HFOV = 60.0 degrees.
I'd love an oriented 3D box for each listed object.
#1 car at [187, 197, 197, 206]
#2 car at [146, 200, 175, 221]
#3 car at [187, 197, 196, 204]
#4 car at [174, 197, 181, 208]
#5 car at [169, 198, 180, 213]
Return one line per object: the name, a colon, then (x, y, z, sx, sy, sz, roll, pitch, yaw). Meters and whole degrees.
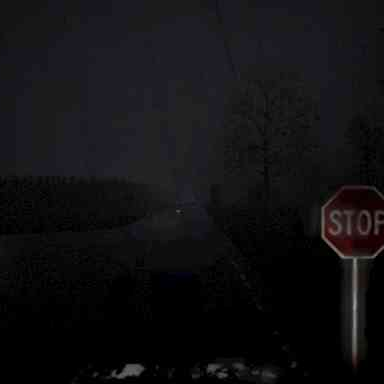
car: (0.017, 1.931, 59.876, 1.895, 1.301, 4.718, 0, 0, 1)
car: (-2.865, 1.729, 29.656, 2.033, 1.411, 5.357, 0, 0, 0)
car: (-0.037, 1.764, 69.899, 1.882, 1.535, 5.008, 0, 0, 0)
car: (-2.861, 1.644, 51.576, 2.097, 1.767, 4.553, 0, 0, 0)
car: (-2.857, 1.801, 40.267, 1.994, 1.385, 4.181, 0, 0, 1)
